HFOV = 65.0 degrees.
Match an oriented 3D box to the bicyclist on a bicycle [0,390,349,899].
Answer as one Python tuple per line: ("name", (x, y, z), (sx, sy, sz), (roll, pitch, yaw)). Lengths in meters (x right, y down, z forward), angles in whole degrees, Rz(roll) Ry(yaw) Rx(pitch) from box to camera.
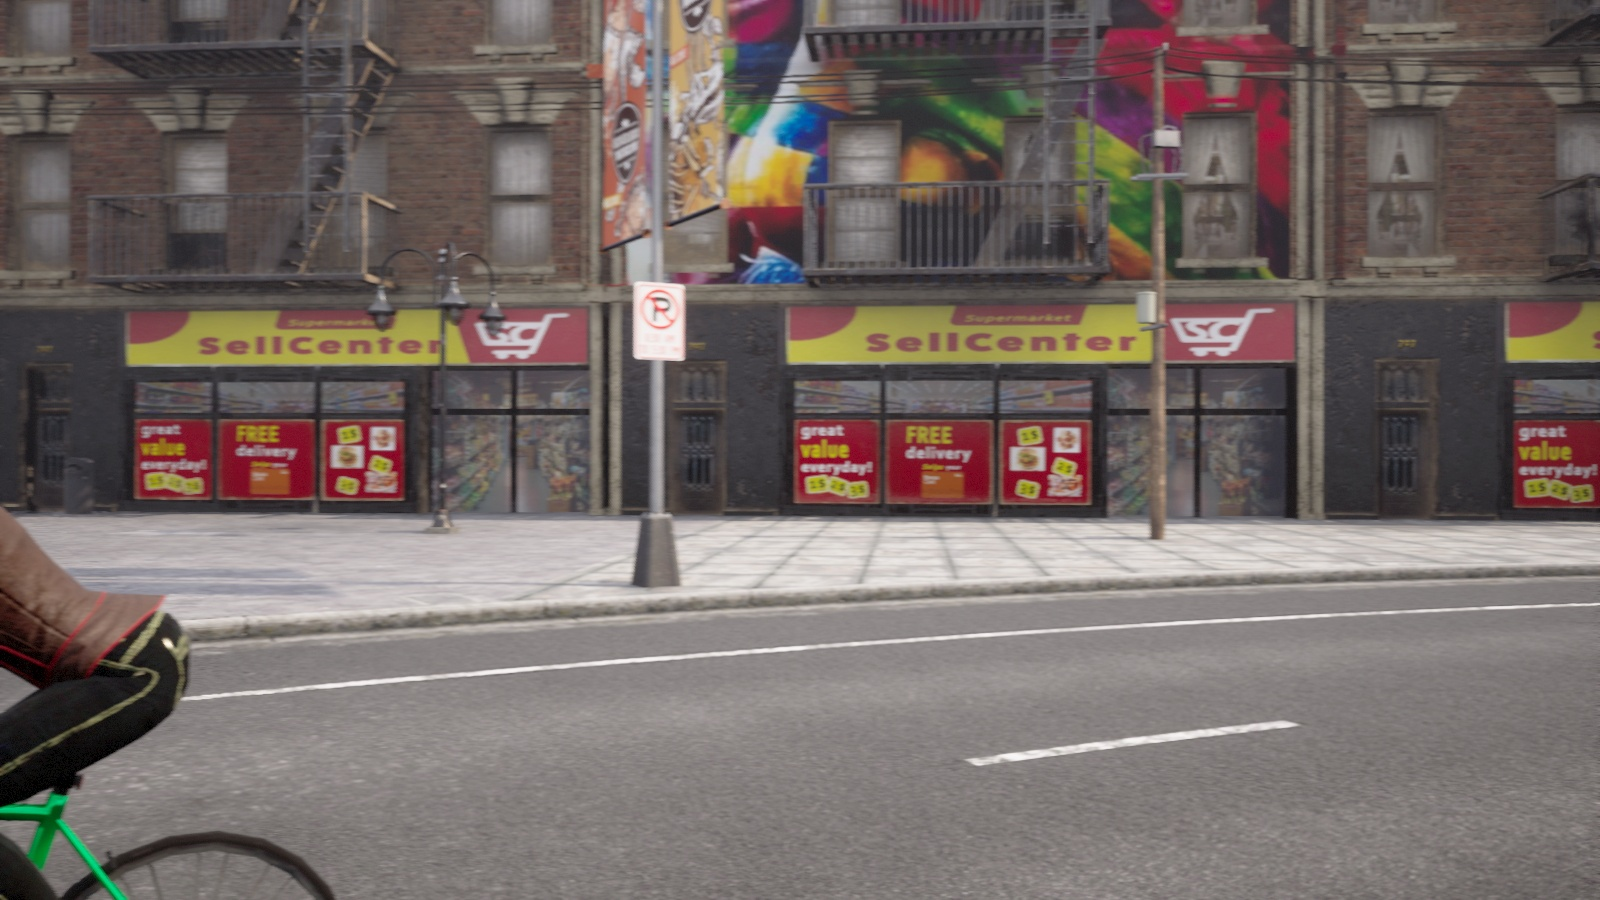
("bicyclist on a bicycle", (-1.782, 0.703, 2.381), (1.656, 1.620, 0.582), (0, 0, -32))
